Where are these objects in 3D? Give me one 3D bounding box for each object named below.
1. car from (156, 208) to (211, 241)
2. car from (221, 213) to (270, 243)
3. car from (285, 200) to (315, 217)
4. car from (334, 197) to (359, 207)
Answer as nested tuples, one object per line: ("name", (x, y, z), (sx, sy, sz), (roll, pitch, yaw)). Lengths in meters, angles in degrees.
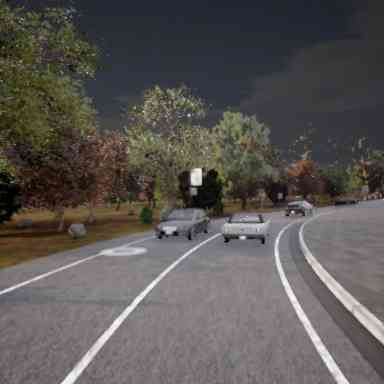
("car", (-0.323, 1.632, 17.719), (2.128, 1.511, 4.902), (-1, -1, 18))
("car", (2.793, 1.668, 16.341), (1.895, 1.301, 4.718), (-1, -1, 16))
("car", (10.678, 1.589, 32.819), (1.837, 1.490, 4.892), (-4, -2, 34))
("car", (23.978, 1.533, 51.827), (4.718, 1.301, 1.895), (-3, -2, -39))
